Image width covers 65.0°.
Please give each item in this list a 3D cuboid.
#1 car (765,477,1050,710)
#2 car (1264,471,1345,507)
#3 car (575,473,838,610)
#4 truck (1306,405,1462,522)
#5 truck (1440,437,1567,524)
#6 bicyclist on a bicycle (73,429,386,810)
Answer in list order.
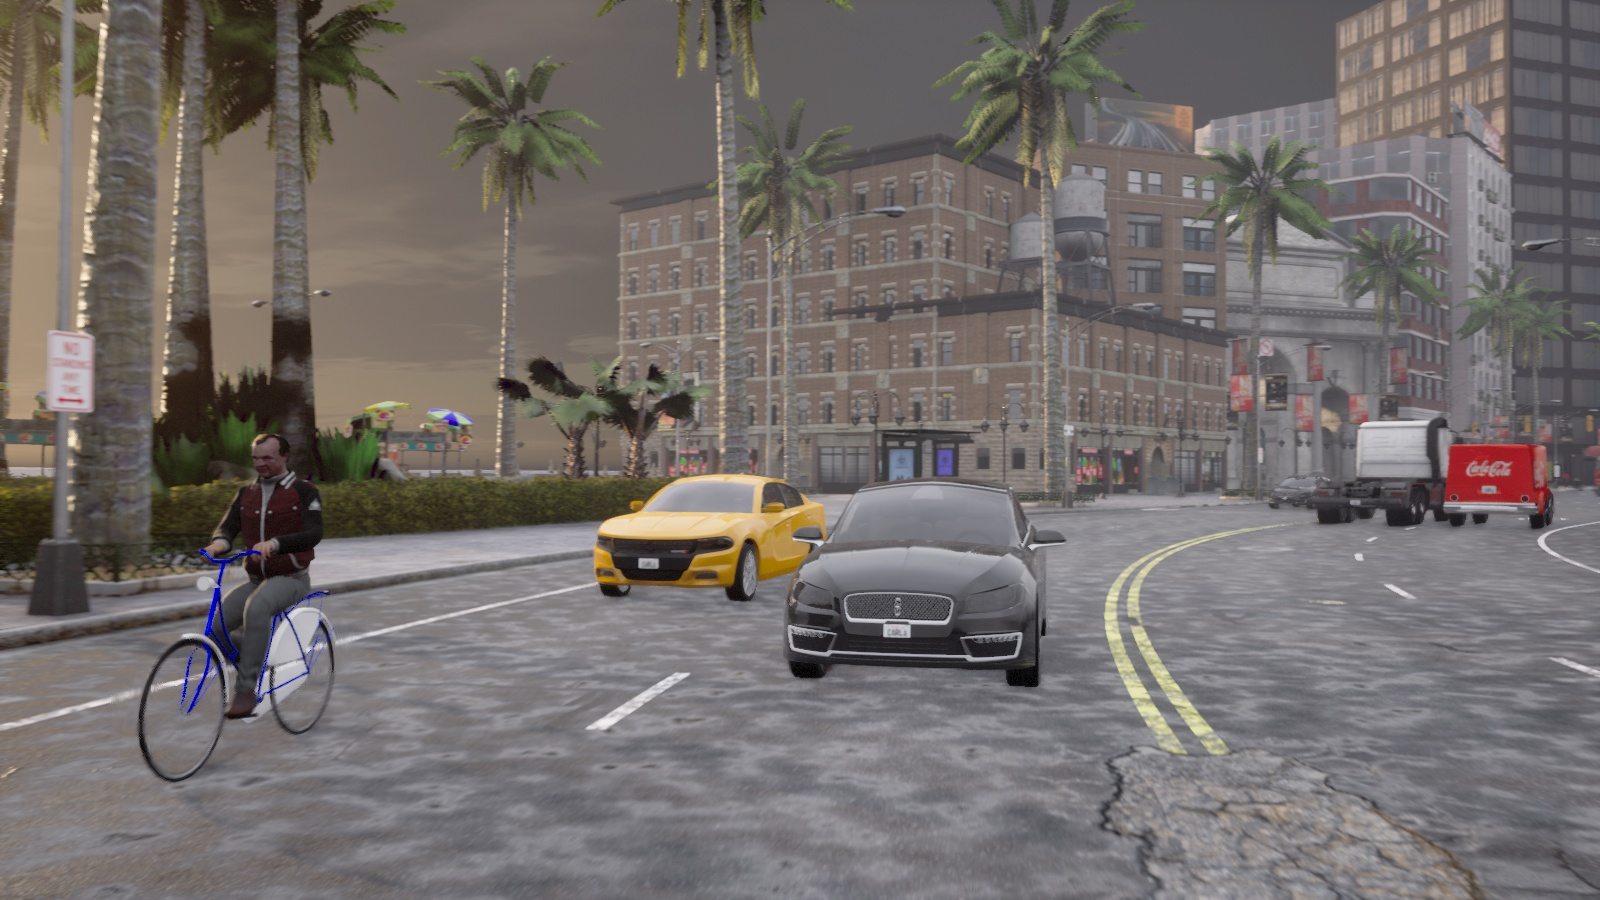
[{"bbox_3d":[1.172,0.997,10.804,1.837,1.490,4.892,0,-1,12],"label":"car"},{"bbox_3d":[22.347,1.684,55.556,1.837,1.490,4.892,-1,-1,41],"label":"car"},{"bbox_3d":[-1.027,1.077,16.789,1.882,1.535,5.008,0,-1,16],"label":"car"},{"bbox_3d":[19.351,0.467,41.303,2.891,3.462,7.936,-1,-1,38],"label":"truck"},{"bbox_3d":[21.662,0.909,38.558,2.627,2.467,5.204,-1,-1,38],"label":"truck"},{"bbox_3d":[-2.990,0.808,6.824,0.659,1.776,1.843,0,-1,8],"label":"bicyclist on a bicycle"}]
